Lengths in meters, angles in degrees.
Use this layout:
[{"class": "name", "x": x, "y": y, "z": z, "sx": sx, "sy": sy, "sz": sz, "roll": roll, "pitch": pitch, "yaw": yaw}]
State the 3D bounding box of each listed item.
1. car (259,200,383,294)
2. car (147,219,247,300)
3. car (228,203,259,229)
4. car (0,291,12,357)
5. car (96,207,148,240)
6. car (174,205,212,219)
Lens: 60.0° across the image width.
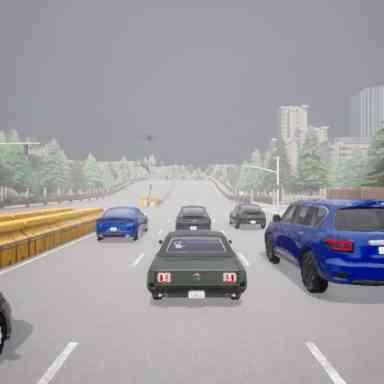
[{"class": "car", "x": 3.590, "y": 1.218, "z": 8.945, "sx": 2.150, "sy": 2.045, "sz": 5.566, "roll": 0, "pitch": 0, "yaw": -2}, {"class": "car", "x": 0.085, "y": 1.601, "z": 8.348, "sx": 1.895, "sy": 1.301, "sz": 4.718, "roll": 0, "pitch": 0, "yaw": 0}, {"class": "car", "x": 3.558, "y": 1.504, "z": 21.764, "sx": 1.837, "sy": 1.490, "sz": 4.892, "roll": 0, "pitch": 0, "yaw": 0}, {"class": "car", "x": -3.404, "y": 1.507, "z": 2.665, "sx": 1.837, "sy": 1.490, "sz": 4.892, "roll": 0, "pitch": 1, "yaw": 0}, {"class": "car", "x": -3.434, "y": 1.477, "z": 17.022, "sx": 1.882, "sy": 1.535, "sz": 5.008, "roll": 0, "pitch": 0, "yaw": 0}, {"class": "car", "x": 0.065, "y": 1.505, "z": 18.585, "sx": 1.837, "sy": 1.490, "sz": 4.892, "roll": 0, "pitch": 0, "yaw": 0}]
